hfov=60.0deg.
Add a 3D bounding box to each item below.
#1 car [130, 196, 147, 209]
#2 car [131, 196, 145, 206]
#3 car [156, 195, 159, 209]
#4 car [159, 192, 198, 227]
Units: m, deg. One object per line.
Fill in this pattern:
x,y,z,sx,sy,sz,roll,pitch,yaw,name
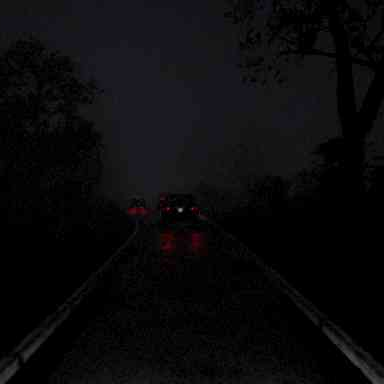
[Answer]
-6.606,1.235,40.911,2.128,1.511,4.902,0,0,-11,car
-7.902,1.297,48.310,1.895,1.301,4.718,0,0,-11,car
-3.122,0.968,40.857,2.150,2.045,5.566,0,1,-8,car
-0.871,1.088,21.582,2.150,2.045,5.566,0,1,-5,car
